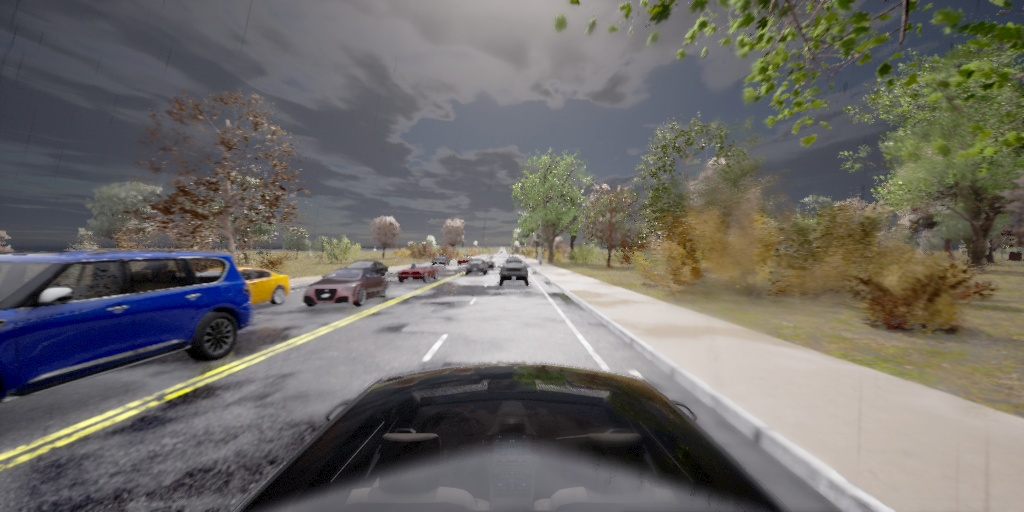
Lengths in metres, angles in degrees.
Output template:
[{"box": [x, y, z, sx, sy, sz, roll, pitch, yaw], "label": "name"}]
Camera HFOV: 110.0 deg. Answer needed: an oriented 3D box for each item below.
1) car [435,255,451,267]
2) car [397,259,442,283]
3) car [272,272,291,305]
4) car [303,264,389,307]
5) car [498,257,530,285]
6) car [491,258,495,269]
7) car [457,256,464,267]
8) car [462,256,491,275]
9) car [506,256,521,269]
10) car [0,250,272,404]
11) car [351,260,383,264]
[{"box": [-9.690, 0.619, 49.603, 2.033, 1.411, 5.357, 0, 1, 0], "label": "car"}, {"box": [-6.523, 1.121, 25.278, 1.895, 1.301, 4.718, 0, 1, 0], "label": "car"}, {"box": [-9.817, 1.114, 12.280, 1.882, 1.535, 5.008, 0, 1, 0], "label": "car"}, {"box": [-6.556, 1.184, 14.598, 1.994, 1.385, 4.181, 0, 1, 0], "label": "car"}, {"box": [0.127, 1.046, 24.063, 1.837, 1.490, 4.892, 0, 1, 0], "label": "car"}, {"box": [-3.178, 0.927, 45.414, 1.895, 1.301, 4.718, 0, 1, 0], "label": "car"}, {"box": [-6.440, 0.680, 49.570, 1.895, 1.301, 4.718, 0, 1, 0], "label": "car"}, {"box": [-3.211, 0.972, 33.393, 1.812, 1.442, 4.674, 0, 1, 0], "label": "car"}, {"box": [0.145, 0.822, 46.753, 1.837, 1.490, 4.892, 0, 1, 0], "label": "car"}, {"box": [-6.544, 0.928, 5.176, 2.150, 2.045, 5.566, 0, 1, 2], "label": "car"}, {"box": [-9.785, 1.006, 23.853, 1.882, 1.535, 5.008, 0, 0, 1], "label": "car"}]
